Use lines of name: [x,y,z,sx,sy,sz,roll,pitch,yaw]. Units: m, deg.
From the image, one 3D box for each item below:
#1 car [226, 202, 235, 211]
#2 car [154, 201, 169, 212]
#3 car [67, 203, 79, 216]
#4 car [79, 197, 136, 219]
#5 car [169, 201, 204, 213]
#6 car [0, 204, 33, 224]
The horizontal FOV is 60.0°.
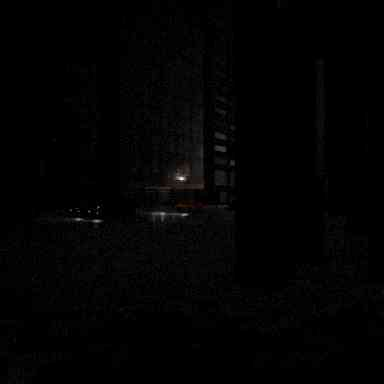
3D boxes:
car: [6.979,2.148,48.986,2.033,1.411,5.357,0,-1,36]
car: [-3.241,2.015,46.165,1.837,1.490,4.892,0,-1,36]
car: [-10.655,1.564,35.919,2.150,2.045,5.566,0,-1,36]
car: [-8.157,1.549,33.826,2.150,2.045,5.566,0,-1,36]
car: [-0.382,1.984,44.571,1.882,1.535,5.008,0,-1,36]
car: [-14.444,1.708,25.094,1.812,1.442,4.674,0,-1,36]
